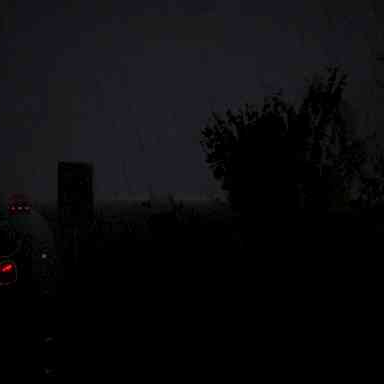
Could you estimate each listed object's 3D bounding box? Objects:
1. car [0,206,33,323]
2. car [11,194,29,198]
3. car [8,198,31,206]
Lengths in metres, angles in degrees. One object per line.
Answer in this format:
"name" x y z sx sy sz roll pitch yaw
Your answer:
"car" -4.514 1.358 6.888 2.097 1.767 4.553 0 0 -24
"car" -22.406 1.286 43.076 2.150 2.045 5.566 0 0 -29
"car" -17.492 1.589 33.899 2.033 1.411 5.357 0 0 -27
